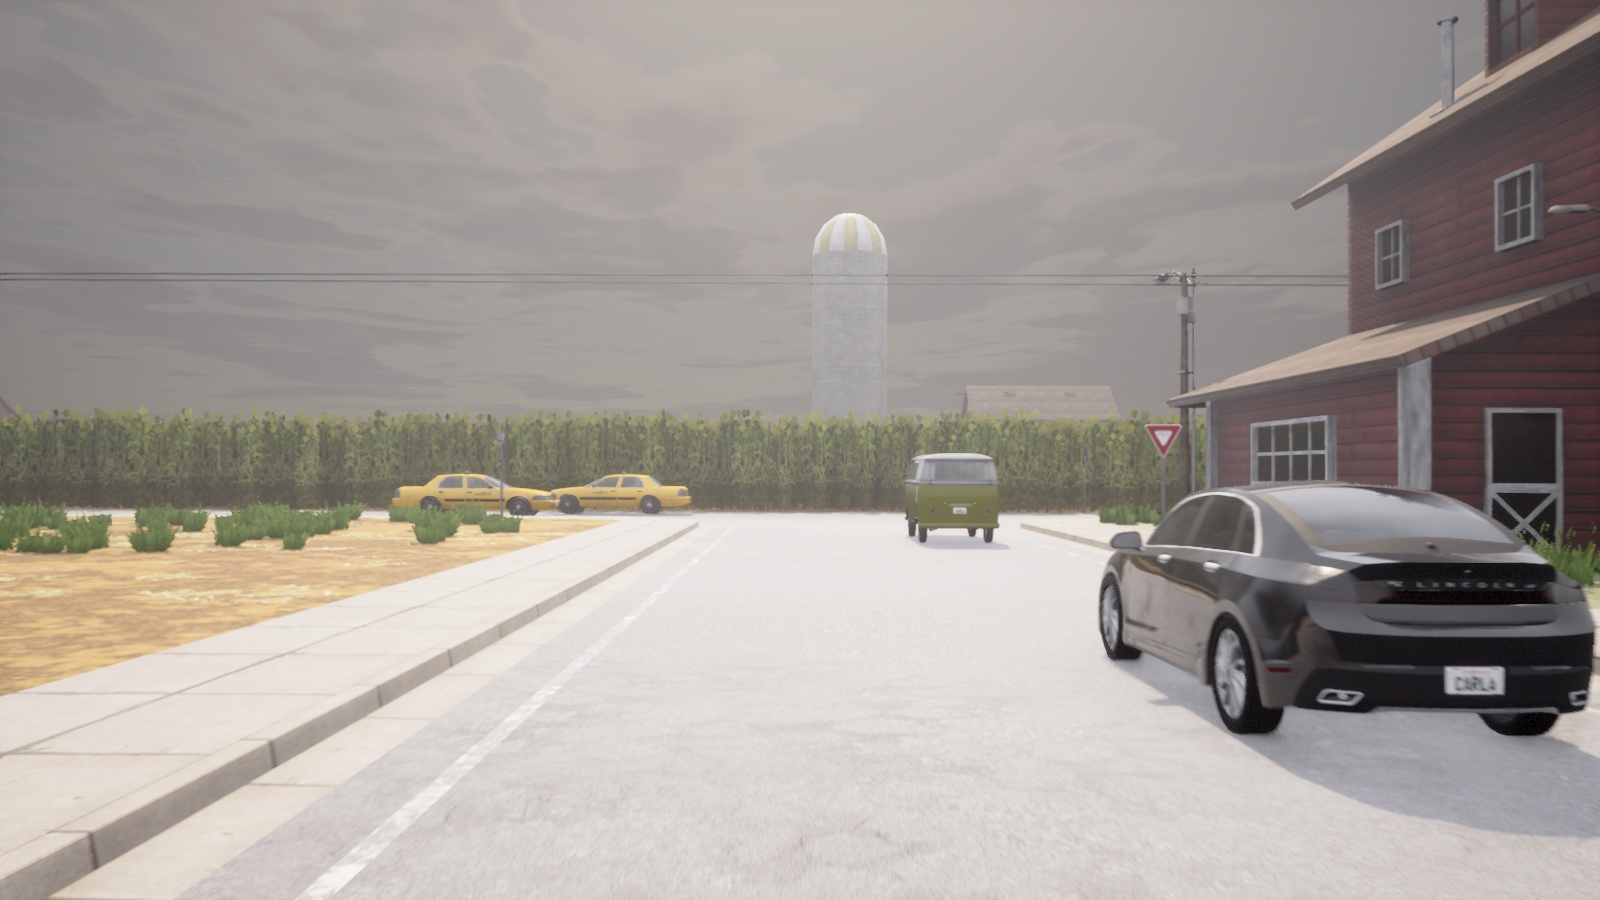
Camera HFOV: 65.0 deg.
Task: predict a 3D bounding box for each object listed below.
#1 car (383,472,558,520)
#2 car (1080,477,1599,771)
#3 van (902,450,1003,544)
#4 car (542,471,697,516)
[{"bbox_3d":[-10.985,1.529,42.108,5.366,1.575,1.801,0,-1,1],"label":"car"},{"bbox_3d":[3.478,0.956,8.976,1.837,1.490,4.892,0,-1,0],"label":"car"},{"bbox_3d":[3.429,1.039,29.010,1.775,1.987,4.442,0,-1,0],"label":"van"},{"bbox_3d":[-6.502,1.569,45.551,5.366,1.575,1.801,0,-1,1],"label":"car"}]
